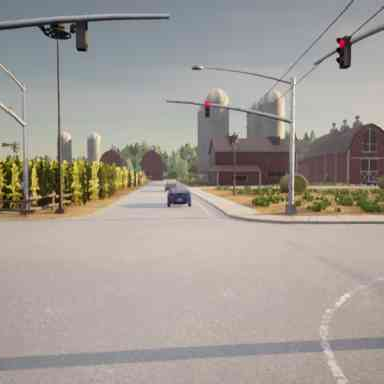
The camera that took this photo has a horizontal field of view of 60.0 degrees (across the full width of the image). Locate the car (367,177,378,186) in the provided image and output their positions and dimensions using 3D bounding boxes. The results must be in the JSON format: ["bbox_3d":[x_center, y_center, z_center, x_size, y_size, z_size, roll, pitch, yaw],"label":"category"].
[{"bbox_3d":[42.327,-2.376,77.602,1.905,1.878,3.866,10,10,41],"label":"car"}]

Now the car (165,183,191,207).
[{"bbox_3d":[-1.127,0.330,27.659,1.882,1.535,5.008,0,3,-5],"label":"car"}]

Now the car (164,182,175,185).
[{"bbox_3d":[-3.370,-0.842,52.889,2.128,1.511,4.902,0,3,-5],"label":"car"}]
